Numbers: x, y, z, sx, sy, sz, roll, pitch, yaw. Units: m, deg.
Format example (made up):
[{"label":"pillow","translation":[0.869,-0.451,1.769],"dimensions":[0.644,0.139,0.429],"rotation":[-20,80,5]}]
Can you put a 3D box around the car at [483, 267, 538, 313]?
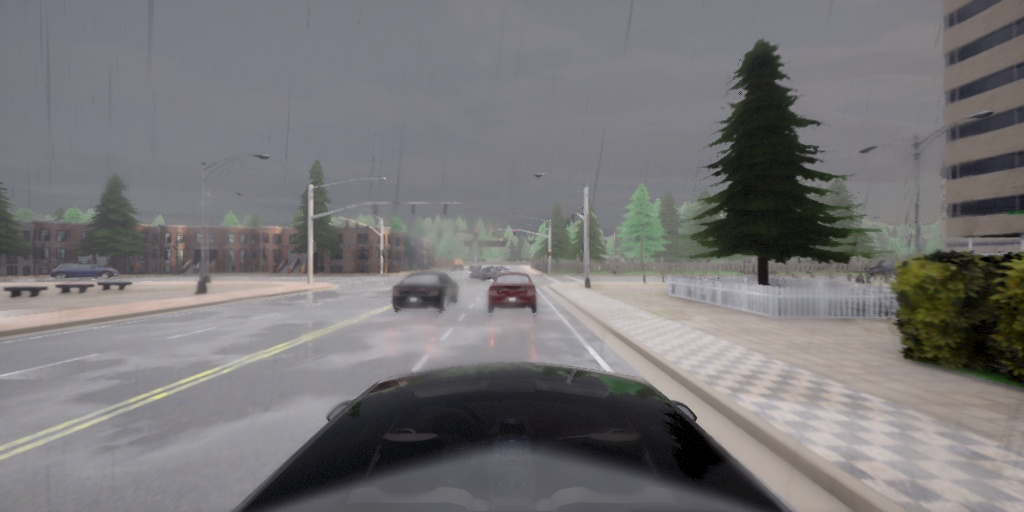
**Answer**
[{"label":"car","translation":[0.044,1.413,15.151],"dimensions":[1.882,1.535,5.008],"rotation":[0,-1,0]}]

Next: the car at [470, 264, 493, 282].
[{"label":"car","translation":[-1.284,1.724,34.225],"dimensions":[5.357,1.411,2.033],"rotation":[0,-1,2]}]

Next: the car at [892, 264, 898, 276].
[{"label":"car","translation":[46.976,1.893,40.858],"dimensions":[4.718,1.301,1.895],"rotation":[0,-1,0]}]

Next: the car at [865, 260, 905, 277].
[{"label":"car","translation":[47.173,1.549,44.361],"dimensions":[5.566,2.045,2.150],"rotation":[0,-1,0]}]

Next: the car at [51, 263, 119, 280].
[{"label":"car","translation":[-44.884,1.542,37.834],"dimensions":[2.097,1.767,4.553],"rotation":[-1,-1,44]}]

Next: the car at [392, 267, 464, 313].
[{"label":"car","translation":[-3.455,1.412,15.144],"dimensions":[1.882,1.535,5.008],"rotation":[0,-1,1]}]
